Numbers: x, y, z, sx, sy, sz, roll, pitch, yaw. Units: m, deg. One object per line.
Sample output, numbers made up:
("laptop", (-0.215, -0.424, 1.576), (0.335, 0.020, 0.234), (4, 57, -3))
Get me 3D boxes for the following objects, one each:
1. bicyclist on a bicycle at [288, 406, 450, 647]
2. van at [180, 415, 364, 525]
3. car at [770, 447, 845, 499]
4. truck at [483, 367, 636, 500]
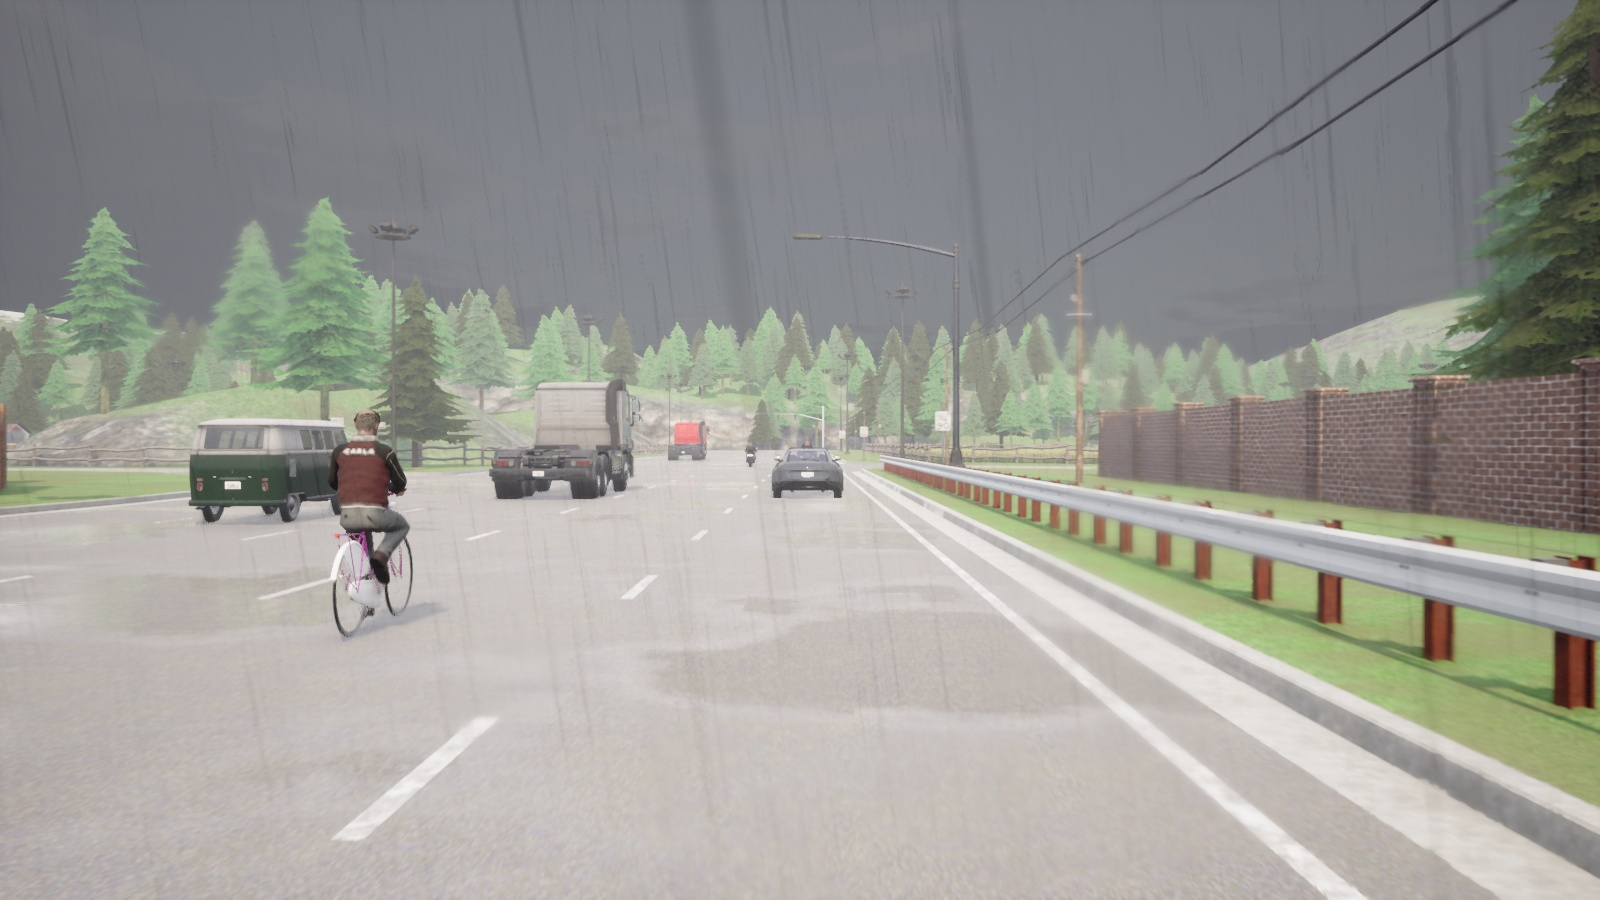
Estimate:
("bicyclist on a bicycle", (-3.429, 0.557, 10.164), (0.659, 1.776, 1.843), (0, 1, 0))
("van", (-10.345, 0.351, 24.983), (1.775, 1.987, 4.442), (0, 0, 0))
("car", (0.214, 0.611, 35.612), (1.994, 1.385, 4.181), (0, 0, 0))
("truck", (-6.780, -0.446, 36.625), (2.891, 3.462, 7.936), (0, 0, 0))
